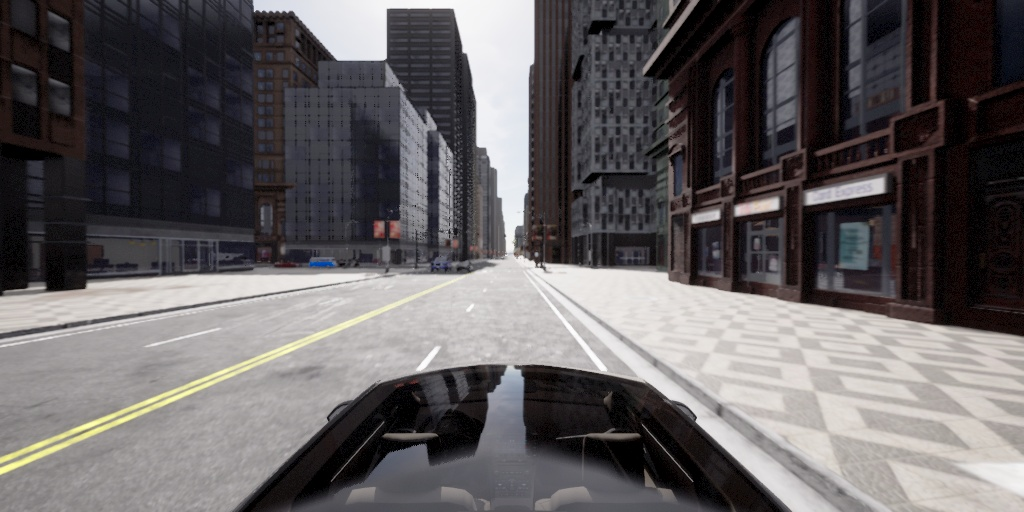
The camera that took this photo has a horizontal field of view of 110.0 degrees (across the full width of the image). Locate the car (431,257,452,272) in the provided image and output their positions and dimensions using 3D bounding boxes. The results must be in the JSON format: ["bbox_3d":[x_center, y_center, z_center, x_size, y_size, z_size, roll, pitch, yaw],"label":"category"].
[{"bbox_3d":[-9.758,1.115,50.057,2.150,2.045,5.566,0,0,0],"label":"car"}]

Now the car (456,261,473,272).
[{"bbox_3d":[-6.512,1.384,49.672,1.837,1.490,4.892,0,-1,0],"label":"car"}]
